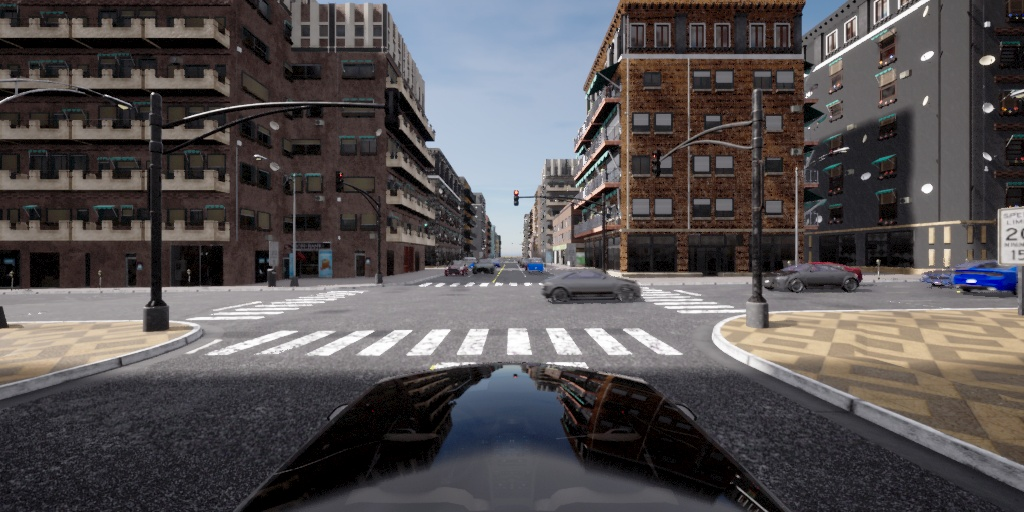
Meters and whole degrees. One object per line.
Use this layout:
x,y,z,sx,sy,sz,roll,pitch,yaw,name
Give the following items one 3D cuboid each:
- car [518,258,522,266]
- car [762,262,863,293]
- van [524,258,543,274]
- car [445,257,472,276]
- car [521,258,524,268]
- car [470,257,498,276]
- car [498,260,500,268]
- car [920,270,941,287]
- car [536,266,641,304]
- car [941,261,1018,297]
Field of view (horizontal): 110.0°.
2.450,1.301,58.200,1.948,1.339,4.313,0,0,0,car
15.026,1.088,18.310,4.181,1.385,1.994,-1,0,0,car
2.614,1.081,40.834,1.690,1.789,3.998,0,0,0,van
-5.515,1.182,35.857,1.967,1.591,4.097,0,0,0,car
2.565,1.283,47.038,1.888,1.381,4.507,0,0,0,car
-2.925,1.093,37.763,2.097,1.767,4.553,0,0,0,car
-2.940,1.212,58.938,1.882,1.535,5.008,0,0,0,car
24.394,0.943,18.336,5.357,1.411,2.033,-1,0,0,car
3.322,1.250,15.433,4.181,1.385,1.994,-1,0,0,car
22.289,0.903,15.479,5.008,1.535,1.882,-1,0,0,car
